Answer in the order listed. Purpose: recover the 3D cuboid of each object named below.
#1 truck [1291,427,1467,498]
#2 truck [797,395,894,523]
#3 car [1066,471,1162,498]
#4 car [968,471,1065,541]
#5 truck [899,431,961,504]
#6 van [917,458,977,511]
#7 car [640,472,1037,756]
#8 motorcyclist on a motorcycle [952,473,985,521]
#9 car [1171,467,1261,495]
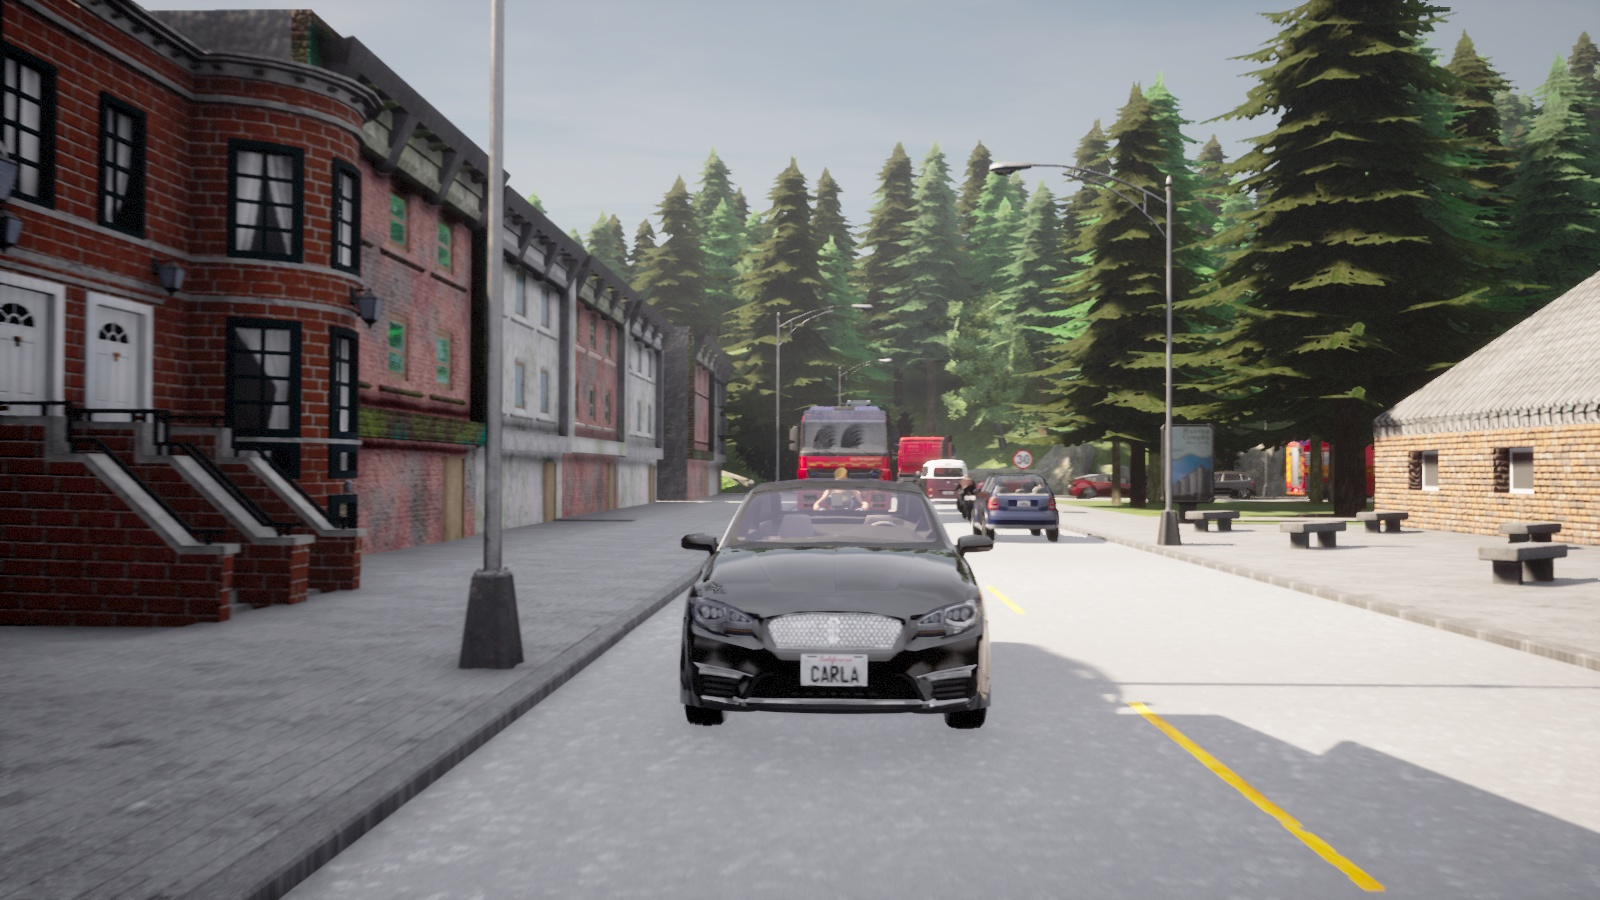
[{"bbox_3d":[32.207,0.716,70.105,8.468,3.827,2.891,0,-1,2],"label":"truck"},{"bbox_3d":[1.530,0.348,41.876,2.891,3.827,8.468,0,-1,2],"label":"truck"},{"bbox_3d":[17.626,1.939,70.619,4.792,1.488,2.163,0,-1,-1],"label":"car"},{"bbox_3d":[5.066,1.276,29.760,1.789,1.549,3.705,0,-1,2],"label":"car"},{"bbox_3d":[6.477,0.879,63.658,2.891,3.462,7.936,0,-1,4],"label":"truck"},{"bbox_3d":[5.886,1.373,50.862,2.069,2.038,4.480,0,-1,2],"label":"van"},{"bbox_3d":[0.286,0.924,9.202,2.128,1.511,4.902,0,-1,2],"label":"car"},{"bbox_3d":[5.508,1.520,41.124,0.866,1.530,2.191,0,-1,2],"label":"motorcyclist on a motorcycle"},{"bbox_3d":[24.585,1.823,74.354,4.611,1.667,2.242,0,-1,2],"label":"car"}]
